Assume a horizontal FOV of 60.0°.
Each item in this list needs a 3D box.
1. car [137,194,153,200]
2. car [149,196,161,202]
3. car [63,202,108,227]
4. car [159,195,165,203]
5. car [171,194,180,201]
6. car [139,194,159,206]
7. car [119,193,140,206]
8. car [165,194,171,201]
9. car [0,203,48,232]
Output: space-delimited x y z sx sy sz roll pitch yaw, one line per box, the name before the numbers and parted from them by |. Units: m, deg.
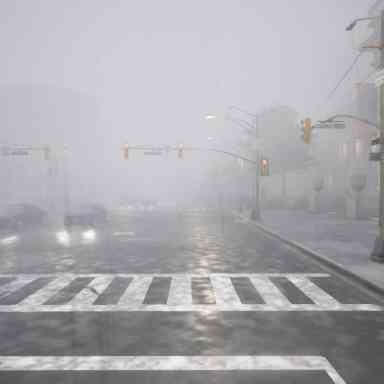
car | -13.276 1.427 94.429 1.882 1.535 5.008 0 0 -43
car | -8.956 1.595 79.460 1.895 1.301 4.718 0 0 -18
car | -7.137 1.477 22.813 1.882 1.535 5.008 0 0 0
car | -7.200 1.477 67.842 1.882 1.535 5.008 0 0 1
car | -5.062 1.355 88.302 2.097 1.767 4.553 0 0 -29
car | -7.192 1.477 55.616 1.882 1.535 5.008 0 0 0
car | -10.691 1.221 56.145 2.150 2.045 5.566 0 0 0
car | -7.713 1.595 85.813 1.895 1.301 4.718 0 0 -25
car | -10.632 1.477 20.357 1.882 1.535 5.008 0 0 0
